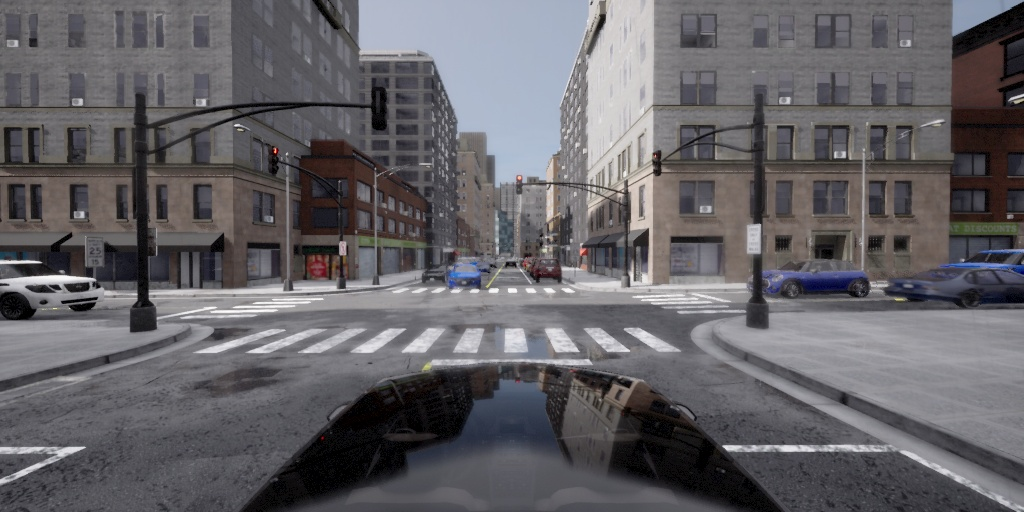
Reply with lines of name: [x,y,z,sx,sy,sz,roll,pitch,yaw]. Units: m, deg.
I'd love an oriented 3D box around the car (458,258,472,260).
car: [-5.839,1.279,39.104,1.751,1.417,4.829,0,0,0]

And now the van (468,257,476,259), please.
van: [-5.866,1.094,44.860,1.690,1.789,3.998,0,0,0]

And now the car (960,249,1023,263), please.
car: [22.974,0.708,16.533,5.566,2.045,2.150,-1,1,0]

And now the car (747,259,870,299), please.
car: [13.399,0.938,16.423,4.553,1.767,2.097,-1,1,-1]

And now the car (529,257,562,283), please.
car: [2.740,1.068,28.143,2.192,1.841,5.009,0,0,0]

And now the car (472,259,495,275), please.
car: [-3.274,1.302,40.124,2.033,1.411,5.357,0,0,0]

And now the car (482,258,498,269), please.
car: [-3.316,1.258,55.912,1.837,1.490,4.892,0,-1,0]

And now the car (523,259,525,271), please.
car: [2.663,1.279,45.071,1.751,1.417,4.829,0,0,0]

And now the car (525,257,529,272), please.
car: [2.714,1.069,33.729,2.192,1.841,5.009,0,0,0]

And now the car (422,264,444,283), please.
car: [-5.786,1.319,28.103,1.948,1.339,4.313,0,0,0]

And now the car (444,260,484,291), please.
car: [-2.903,1.230,22.467,1.882,1.535,5.008,0,0,-5]

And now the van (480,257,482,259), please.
van: [-5.920,1.091,56.032,1.690,1.789,3.998,0,0,0]

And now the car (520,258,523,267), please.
car: [2.638,1.067,50.486,2.192,1.841,5.009,0,0,0]

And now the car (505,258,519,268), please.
car: [-0.181,1.226,61.313,1.882,1.535,5.008,0,0,0]

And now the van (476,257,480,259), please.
van: [-5.893,1.093,50.446,1.690,1.789,3.998,0,0,0]

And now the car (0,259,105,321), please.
car: [-18.453,1.145,12.964,5.566,2.045,2.150,-1,1,-2]

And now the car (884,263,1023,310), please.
car: [17.161,1.133,13.276,5.357,1.411,2.033,-1,1,0]
